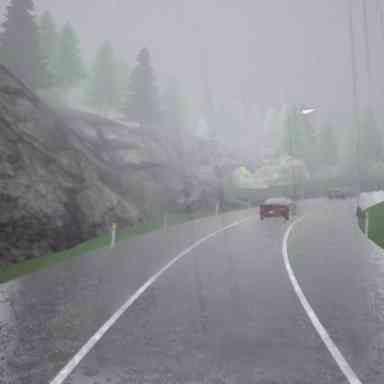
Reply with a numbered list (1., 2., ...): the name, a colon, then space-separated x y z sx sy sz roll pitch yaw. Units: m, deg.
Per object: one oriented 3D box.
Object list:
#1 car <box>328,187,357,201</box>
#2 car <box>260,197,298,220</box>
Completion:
1. car: 17.540 0.123 38.663 4.902 1.511 2.128 -5 2 -44
2. car: 6.240 1.074 23.731 1.882 1.535 5.008 -1 1 26
